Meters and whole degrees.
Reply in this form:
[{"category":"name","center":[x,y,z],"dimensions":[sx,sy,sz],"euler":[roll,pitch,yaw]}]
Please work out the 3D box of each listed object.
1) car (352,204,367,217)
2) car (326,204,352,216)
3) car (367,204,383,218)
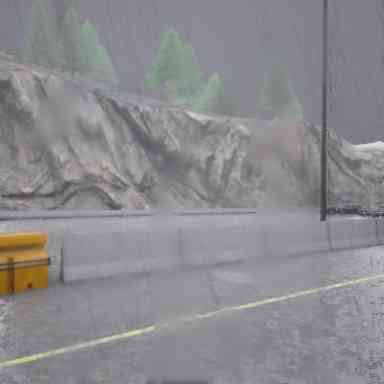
[{"category":"car","center":[18.840,1.914,33.603],"dimensions":[4.181,1.385,1.994],"euler":[1,0,-22]},{"category":"car","center":[17.057,1.945,36.687],"dimensions":[4.718,1.301,1.895],"euler":[1,0,-22]},{"category":"car","center":[18.758,1.879,29.835],"dimensions":[5.357,1.411,2.033],"euler":[1,0,-23]}]
